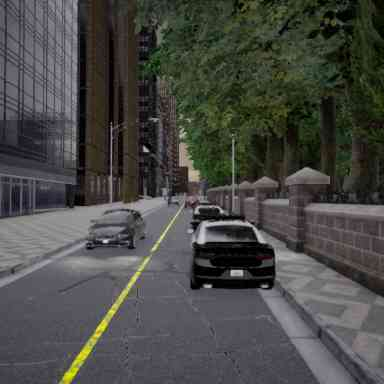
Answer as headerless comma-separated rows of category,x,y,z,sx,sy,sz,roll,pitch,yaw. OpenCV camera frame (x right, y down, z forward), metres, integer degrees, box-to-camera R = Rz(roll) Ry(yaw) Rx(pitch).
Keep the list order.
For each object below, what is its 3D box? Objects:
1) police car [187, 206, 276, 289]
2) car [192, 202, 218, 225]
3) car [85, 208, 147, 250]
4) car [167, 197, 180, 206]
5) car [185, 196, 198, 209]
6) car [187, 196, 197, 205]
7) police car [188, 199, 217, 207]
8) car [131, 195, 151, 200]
police car,0.902,1.427,9.273,1.930,1.638,5.238,0,0,0
car,0.907,1.530,25.167,1.812,1.442,4.674,0,0,0
car,-3.096,1.506,14.332,1.837,1.490,4.892,0,0,0
car,-2.985,1.532,53.742,1.837,1.490,4.892,0,0,0
car,0.048,1.371,46.657,2.097,1.767,4.553,0,0,1
car,0.017,1.563,61.411,1.812,1.442,4.674,0,0,0
police car,0.905,1.428,19.275,1.930,1.638,5.238,0,0,0
car,-14.613,1.583,93.534,4.403,1.369,2.008,0,-1,0
